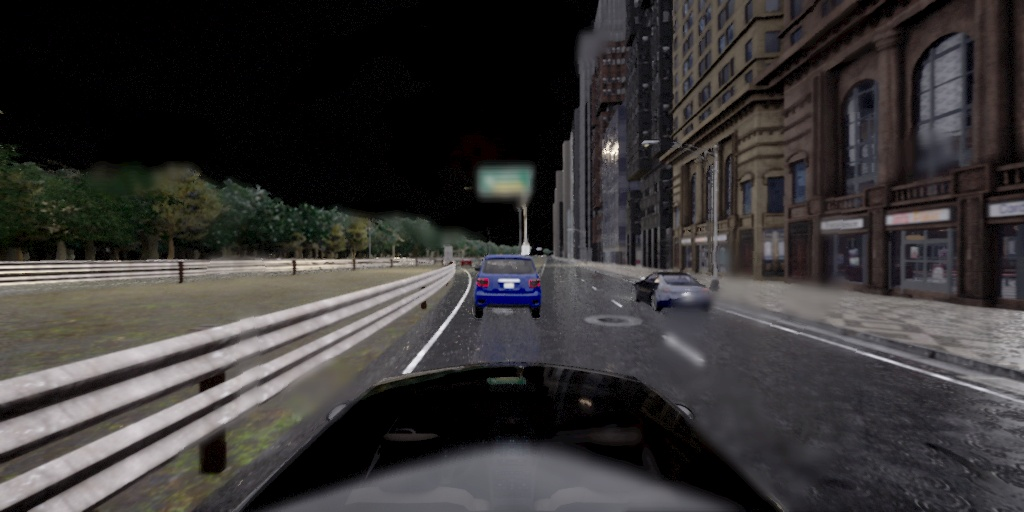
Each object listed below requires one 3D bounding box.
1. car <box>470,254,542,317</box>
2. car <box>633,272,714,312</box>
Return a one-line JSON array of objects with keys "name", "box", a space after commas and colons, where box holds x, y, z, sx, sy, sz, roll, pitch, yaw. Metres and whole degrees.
[{"name": "car", "box": [-0.225, 0.971, 13.376, 2.150, 2.045, 5.566, 1, 0, -3]}, {"name": "car", "box": [6.171, 1.304, 14.206, 1.994, 1.385, 4.181, 0, 0, 6]}]
